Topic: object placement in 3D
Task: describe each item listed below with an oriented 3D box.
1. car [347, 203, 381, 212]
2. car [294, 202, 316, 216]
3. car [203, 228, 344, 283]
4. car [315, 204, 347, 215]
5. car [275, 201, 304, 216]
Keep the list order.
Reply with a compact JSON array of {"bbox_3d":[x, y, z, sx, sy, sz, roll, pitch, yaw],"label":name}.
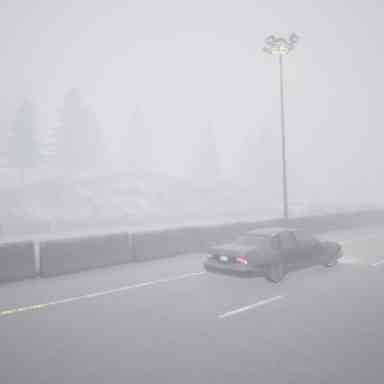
[{"bbox_3d":[21.043,2.111,39.976,4.892,1.490,1.837,-1,-2,-40],"label":"car"},{"bbox_3d":[16.683,2.418,45.442,4.902,1.511,2.128,-1,-2,-40],"label":"car"},{"bbox_3d":[2.822,1.877,10.774,5.357,1.411,2.033,0,-3,-40],"label":"car"},{"bbox_3d":[18.400,2.321,42.324,5.357,1.411,2.033,-1,-2,-40],"label":"car"},{"bbox_3d":[14.390,2.312,48.096,5.566,2.045,2.150,-1,-2,-40],"label":"car"}]
